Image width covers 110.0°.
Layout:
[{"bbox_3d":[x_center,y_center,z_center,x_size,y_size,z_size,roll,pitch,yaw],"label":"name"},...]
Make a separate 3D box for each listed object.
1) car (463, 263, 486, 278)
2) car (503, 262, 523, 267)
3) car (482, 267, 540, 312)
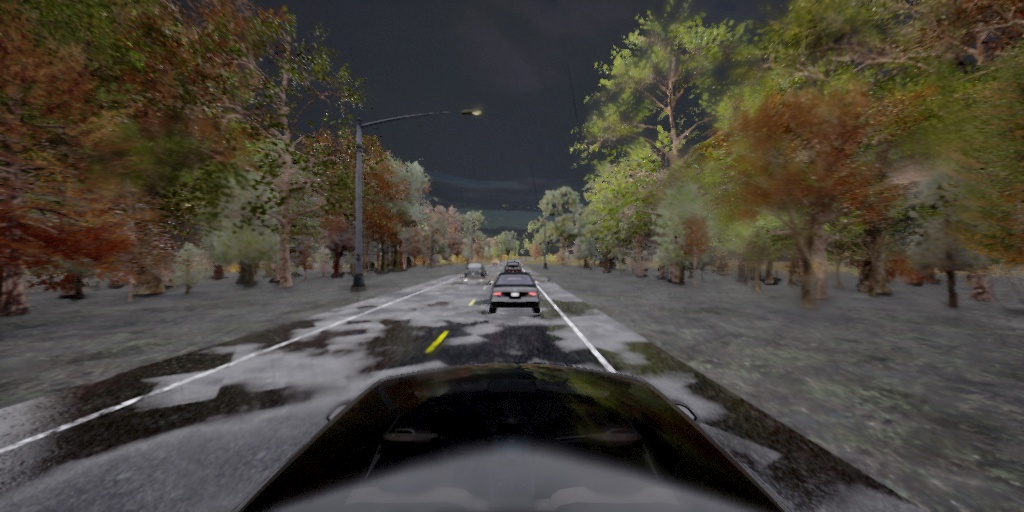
[{"bbox_3d":[-3.592,1.380,35.347,1.812,1.442,4.674,0,0,0],"label":"car"},{"bbox_3d":[0.095,1.372,39.280,1.837,1.490,4.892,0,0,0],"label":"car"},{"bbox_3d":[0.099,1.341,14.458,2.033,1.411,5.357,0,0,0],"label":"car"}]
